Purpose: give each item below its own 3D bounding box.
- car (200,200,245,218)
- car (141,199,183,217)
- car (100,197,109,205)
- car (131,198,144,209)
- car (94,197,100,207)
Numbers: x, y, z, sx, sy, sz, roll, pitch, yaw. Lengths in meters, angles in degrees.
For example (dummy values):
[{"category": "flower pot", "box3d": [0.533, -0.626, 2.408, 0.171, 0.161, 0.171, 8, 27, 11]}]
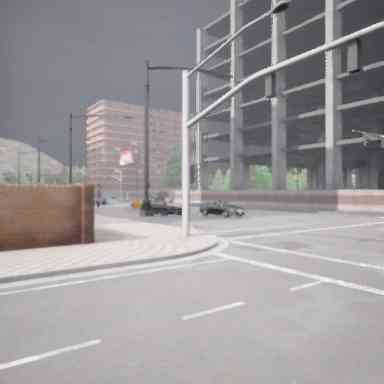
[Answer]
[{"category": "car", "box3d": [2.676, 1.499, 29.945, 2.128, 1.511, 4.902, 0, 0, -35]}, {"category": "car", "box3d": [-2.649, 1.607, 31.446, 1.895, 1.301, 4.718, 0, 0, -35]}, {"category": "car", "box3d": [-15.937, 1.561, 56.715, 2.033, 1.411, 5.357, 0, 0, -35]}, {"category": "car", "box3d": [-6.121, 1.485, 42.520, 1.882, 1.535, 5.008, 0, 0, -35]}, {"category": "car", "box3d": [-16.420, 1.357, 51.228, 2.097, 1.767, 4.553, 0, 0, -34]}]
